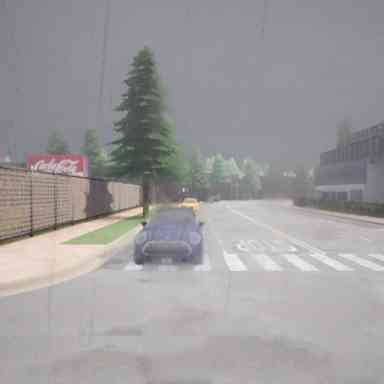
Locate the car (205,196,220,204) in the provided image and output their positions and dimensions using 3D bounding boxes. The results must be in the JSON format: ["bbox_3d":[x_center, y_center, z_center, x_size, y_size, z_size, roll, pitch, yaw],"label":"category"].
[{"bbox_3d":[3.950,1.512,64.819,2.128,1.511,4.902,0,0,23],"label":"car"}]

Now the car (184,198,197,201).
[{"bbox_3d":[-0.202,1.487,37.885,1.882,1.535,5.008,0,0,1],"label":"car"}]

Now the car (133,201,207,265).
[{"bbox_3d":[-0.618,1.356,11.636,2.097,1.767,4.553,0,0,3],"label":"car"}]
